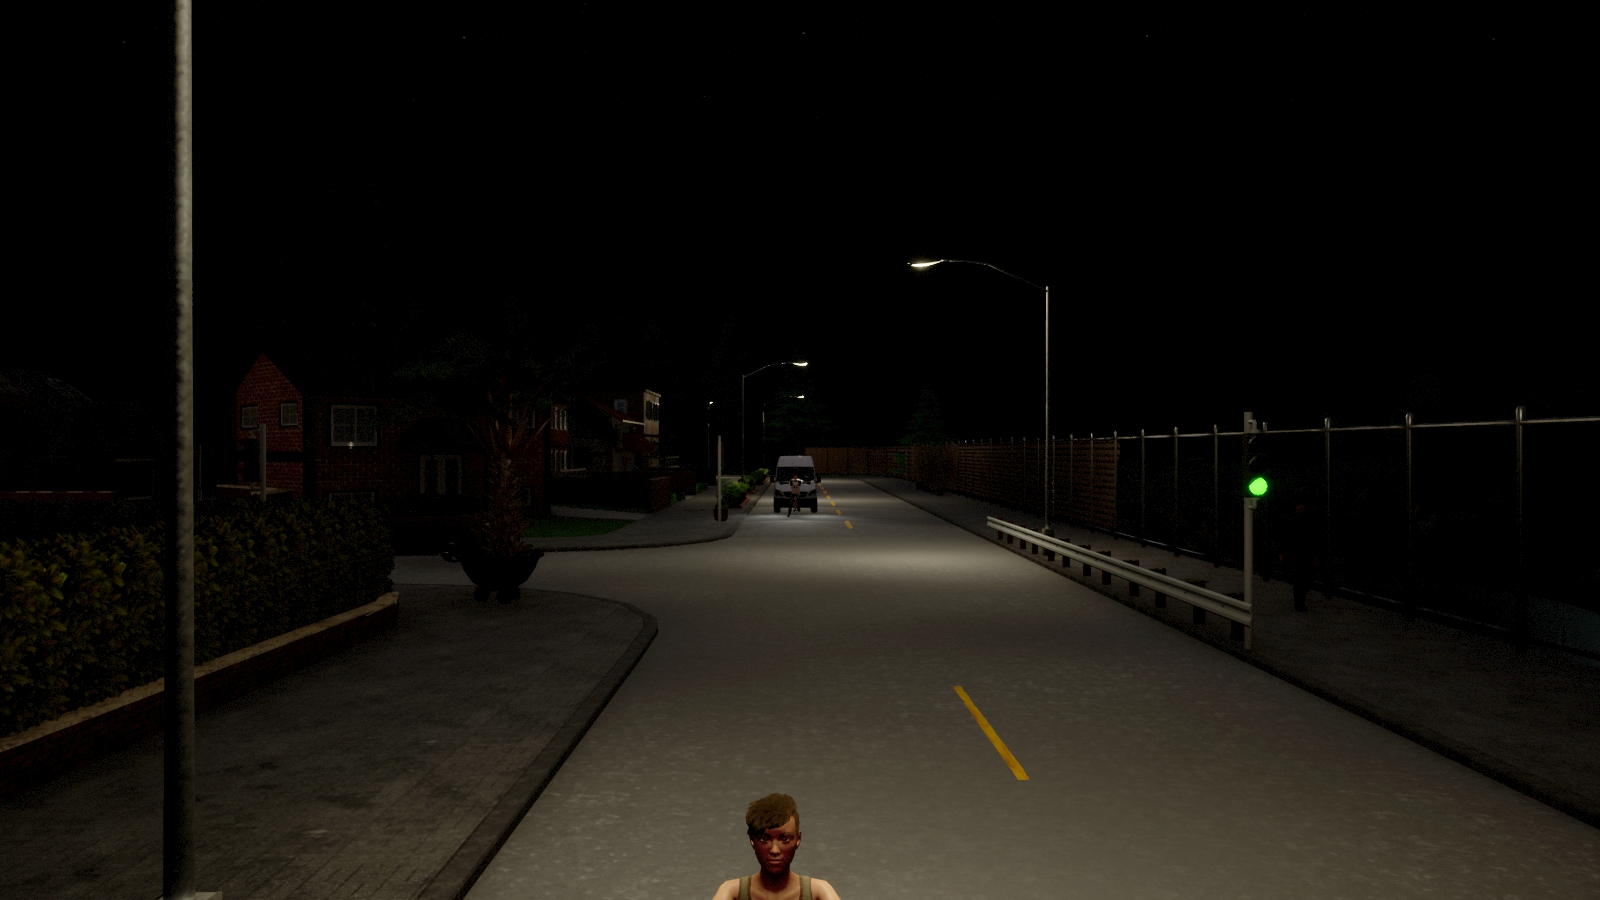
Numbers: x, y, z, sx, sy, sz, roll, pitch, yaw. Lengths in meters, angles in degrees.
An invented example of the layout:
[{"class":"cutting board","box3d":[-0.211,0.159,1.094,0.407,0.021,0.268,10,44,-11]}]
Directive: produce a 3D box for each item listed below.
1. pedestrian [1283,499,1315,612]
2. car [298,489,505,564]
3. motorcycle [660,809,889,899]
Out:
[{"class":"pedestrian","box3d":[8.314,1.752,19.048,0.375,1.860,0.375,0,0,1]},{"class":"car","box3d":[-10.133,1.916,29.289,4.553,1.767,2.097,0,0,1]},{"class":"motorcycle","box3d":[-0.084,2.157,3.590,0.764,1.307,2.356,0,0,-1]}]
